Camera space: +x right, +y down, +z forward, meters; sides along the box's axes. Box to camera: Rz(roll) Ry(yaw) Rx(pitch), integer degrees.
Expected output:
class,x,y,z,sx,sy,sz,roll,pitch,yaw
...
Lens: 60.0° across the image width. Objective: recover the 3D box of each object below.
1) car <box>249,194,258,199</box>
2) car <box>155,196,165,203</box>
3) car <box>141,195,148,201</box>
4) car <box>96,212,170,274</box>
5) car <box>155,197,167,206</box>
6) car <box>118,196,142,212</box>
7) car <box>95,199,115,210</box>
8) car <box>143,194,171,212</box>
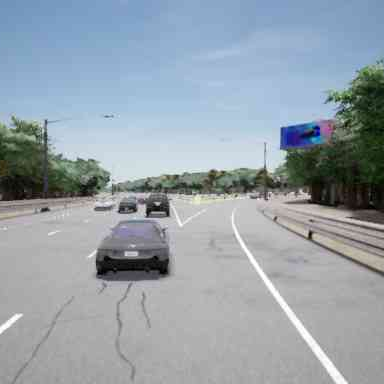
class,x,y,z,sx,sy,sz,roll,pitch,yaw
car,16.872,1.248,89.665,2.033,1.411,5.357,0,0,25
car,-6.888,1.546,71.307,1.837,1.490,4.892,0,0,-7
car,-13.412,1.682,93.974,2.033,1.411,5.357,0,0,-8
car,-1.694,1.550,10.521,1.994,1.385,4.181,0,0,-4
car,-5.315,1.565,56.762,1.994,1.385,4.181,0,0,-6
car,-6.993,1.458,36.925,1.837,1.490,4.892,0,-1,-4
car,-10.845,1.553,41.815,1.895,1.301,4.718,0,0,-5
car,-3.200,1.185,31.810,2.150,2.045,5.566,0,0,-4
